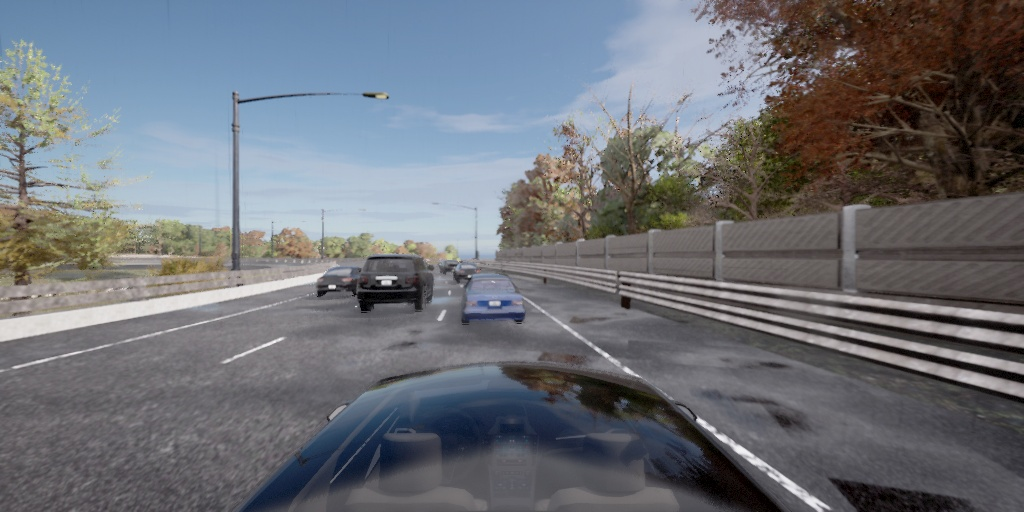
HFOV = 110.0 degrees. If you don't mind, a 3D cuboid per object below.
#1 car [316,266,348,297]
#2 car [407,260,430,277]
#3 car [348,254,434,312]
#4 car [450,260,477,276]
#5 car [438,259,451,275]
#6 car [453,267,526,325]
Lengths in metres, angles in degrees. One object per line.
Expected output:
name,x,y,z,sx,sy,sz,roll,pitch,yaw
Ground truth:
car,-8.637,1.251,18.711,1.812,1.442,4.674,0,0,-10
car,-9.417,1.172,35.790,1.882,1.535,5.008,0,0,-19
car,-4.401,0.952,14.250,2.150,2.045,5.566,0,0,-7
car,-3.454,1.230,27.435,1.812,1.442,4.674,0,0,-13
car,-6.729,1.193,38.688,1.837,1.490,4.892,0,0,-19
car,-0.736,1.279,11.828,2.033,1.411,5.357,0,0,-7
